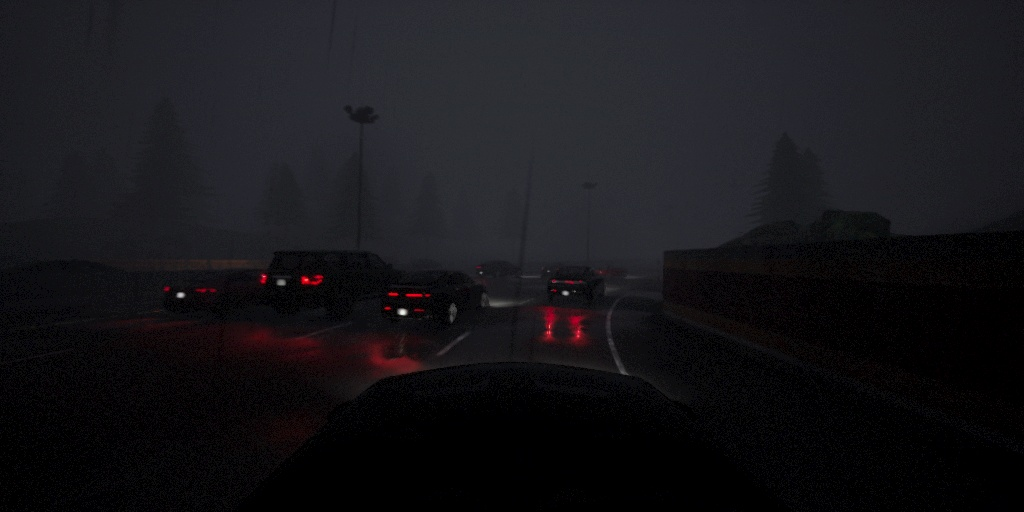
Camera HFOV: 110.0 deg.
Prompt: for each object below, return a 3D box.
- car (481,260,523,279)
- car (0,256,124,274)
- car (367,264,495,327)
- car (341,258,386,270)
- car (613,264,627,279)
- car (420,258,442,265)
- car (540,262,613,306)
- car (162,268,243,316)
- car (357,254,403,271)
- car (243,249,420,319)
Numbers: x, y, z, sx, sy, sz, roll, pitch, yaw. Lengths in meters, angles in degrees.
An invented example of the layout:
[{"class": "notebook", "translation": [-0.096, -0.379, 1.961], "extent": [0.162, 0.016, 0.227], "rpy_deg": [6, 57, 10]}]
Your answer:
[{"class": "car", "translation": [-0.970, 1.093, 29.909], "extent": [1.837, 1.490, 4.892], "rpy_deg": [1, 0, 37]}, {"class": "car", "translation": [-19.410, 0.867, 14.898], "extent": [1.837, 1.490, 4.892], "rpy_deg": [1, 0, 14]}, {"class": "car", "translation": [-2.184, 1.153, 11.306], "extent": [1.837, 1.490, 4.892], "rpy_deg": [1, 0, 13]}, {"class": "car", "translation": [-17.734, 0.923, 42.983], "extent": [1.895, 1.301, 4.718], "rpy_deg": [1, 0, 38]}, {"class": "car", "translation": [7.826, 1.296, 29.870], "extent": [1.895, 1.301, 4.718], "rpy_deg": [1, 1, 41]}, {"class": "car", "translation": [-9.398, 0.933, 36.431], "extent": [1.882, 1.535, 5.008], "rpy_deg": [1, 0, 37]}, {"class": "car", "translation": [2.952, 1.190, 15.898], "extent": [2.128, 1.511, 4.902], "rpy_deg": [1, 1, 22]}, {"class": "car", "translation": [-9.128, 1.105, 12.318], "extent": [1.994, 1.385, 4.181], "rpy_deg": [1, 0, 13]}, {"class": "car", "translation": [-14.962, 0.717, 40.841], "extent": [2.097, 1.767, 4.553], "rpy_deg": [1, 0, 38]}, {"class": "car", "translation": [-5.623, 0.810, 12.326], "extent": [2.150, 2.045, 5.566], "rpy_deg": [0, 0, 14]}]
